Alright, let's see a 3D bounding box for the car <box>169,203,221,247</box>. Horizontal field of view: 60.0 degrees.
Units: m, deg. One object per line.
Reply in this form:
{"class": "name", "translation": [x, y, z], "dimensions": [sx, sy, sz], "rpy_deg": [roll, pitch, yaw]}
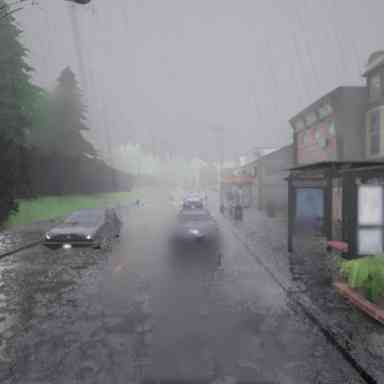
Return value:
{"class": "car", "translation": [0.100, 1.377, 13.929], "dimensions": [1.994, 1.385, 4.181], "rpy_deg": [0, 1, 0]}

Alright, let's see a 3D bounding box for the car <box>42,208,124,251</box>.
{"class": "car", "translation": [-4.093, 1.365, 13.561], "dimensions": [2.033, 1.411, 5.357], "rpy_deg": [0, 1, 0]}

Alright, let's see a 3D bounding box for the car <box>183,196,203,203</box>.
{"class": "car", "translation": [0.093, 1.097, 31.988], "dimensions": [1.812, 1.442, 4.674], "rpy_deg": [0, 1, 0]}

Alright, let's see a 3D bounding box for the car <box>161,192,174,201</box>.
{"class": "car", "translation": [-4.041, 0.751, 55.389], "dimensions": [2.128, 1.511, 4.902], "rpy_deg": [0, 1, 1]}
